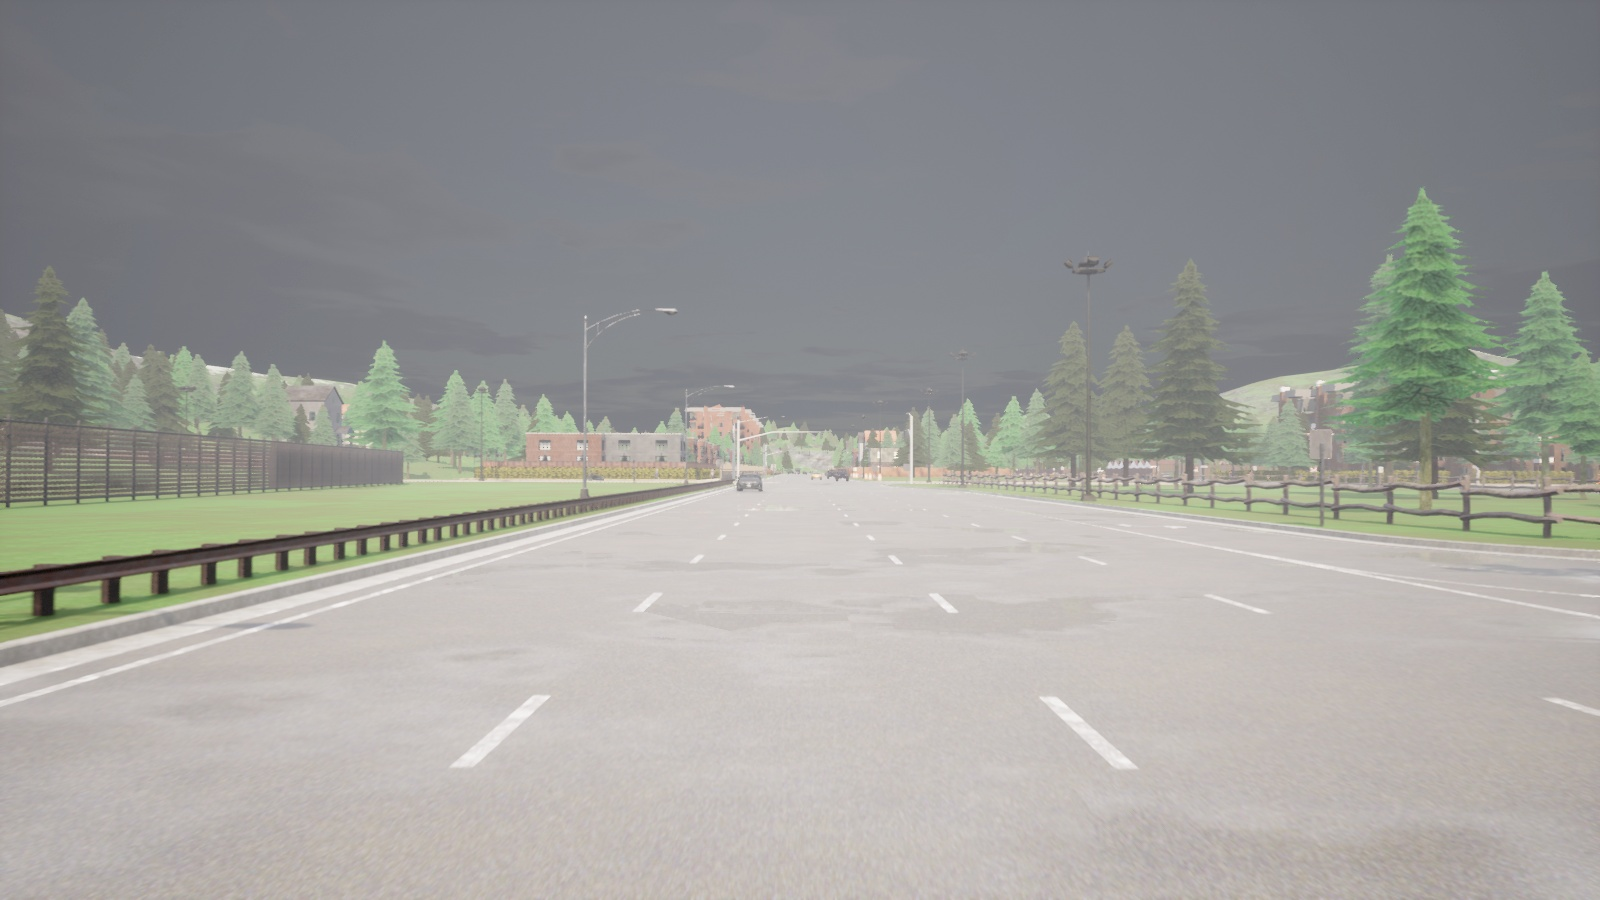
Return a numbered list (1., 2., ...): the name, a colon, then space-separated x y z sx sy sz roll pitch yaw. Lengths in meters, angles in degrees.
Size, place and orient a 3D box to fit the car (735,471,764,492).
1. car: -3.732 2.353 94.217 2.007 1.525 4.514 0 -1 0
